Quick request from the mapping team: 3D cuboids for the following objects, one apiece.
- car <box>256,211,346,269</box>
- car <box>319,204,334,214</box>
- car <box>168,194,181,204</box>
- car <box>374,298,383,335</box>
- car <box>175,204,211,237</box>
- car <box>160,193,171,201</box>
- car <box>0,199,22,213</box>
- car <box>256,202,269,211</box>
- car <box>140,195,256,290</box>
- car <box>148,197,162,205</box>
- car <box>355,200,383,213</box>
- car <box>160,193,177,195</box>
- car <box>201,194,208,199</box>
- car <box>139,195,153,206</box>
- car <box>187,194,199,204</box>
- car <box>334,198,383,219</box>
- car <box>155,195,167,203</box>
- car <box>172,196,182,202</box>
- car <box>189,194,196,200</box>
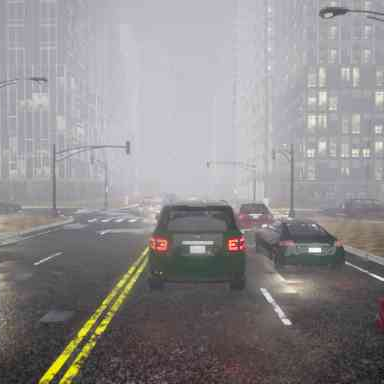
[{"bbox_3d":[3.368,1.558,11.127,1.994,1.385,4.181,0,0,0],"label":"car"},{"bbox_3d":[16.780,1.660,36.197,5.357,1.411,2.033,0,1,1],"label":"car"},{"bbox_3d":[-3.216,1.302,61.563,2.097,1.767,4.553,0,0,0],"label":"car"},{"bbox_3d":[3.354,1.600,2.302,1.895,1.301,4.718,0,0,0],"label":"car"},{"bbox_3d":[0.127,1.515,18.880,1.812,1.442,4.674,0,0,2],"label":"car"},{"bbox_3d":[-6.373,1.151,79.782,2.150,2.045,5.566,0,0,0],"label":"car"},{"bbox_3d":[-19.587,1.404,33.657,4.181,1.385,1.994,1,1,1],"label":"car"},{"bbox_3d":[3.381,1.341,19.740,2.097,1.767,4.553,0,0,0],"label":"car"},{"bbox_3d":[0.116,1.217,9.198,2.150,2.045,5.566,0,0,0],"label":"car"},{"bbox_3d":[-6.478,1.554,58.958,1.895,1.301,4.718,0,0,0],"label":"car"},{"bbox_3d":[21.871,1.641,38.698,4.829,1.417,1.752,1,0,1],"label":"car"},{"bbox_3d":[-3.281,1.183,51.752,2.150,2.045,5.566,0,0,-1],"label":"car"},{"bbox_3d":[3.397,1.216,91.648,1.882,1.535,5.008,0,0,0],"label":"car"},{"bbox_3d":[-6.543,1.316,49.968,2.097,1.767,4.553,0,0,1],"label":"car"},{"bbox_3d":[0.199,1.296,65.258,2.097,1.767,4.553,0,0,0],"label":"car"},{"bbox_3d":[16.249,1.517,30.421,5.009,1.841,2.192,1,0,1],"label":"car"},{"bbox_3d":[-6.390,1.418,69.212,1.882,1.535,5.008,0,0,0],"label":"car"},{"bbox_3d":[-3.137,1.532,71.616,1.895,1.301,4.718,0,0,0],"label":"car"},{"bbox_3d":[0.148,1.428,92.905,1.812,1.442,4.674,0,0,0],"label":"car"}]
